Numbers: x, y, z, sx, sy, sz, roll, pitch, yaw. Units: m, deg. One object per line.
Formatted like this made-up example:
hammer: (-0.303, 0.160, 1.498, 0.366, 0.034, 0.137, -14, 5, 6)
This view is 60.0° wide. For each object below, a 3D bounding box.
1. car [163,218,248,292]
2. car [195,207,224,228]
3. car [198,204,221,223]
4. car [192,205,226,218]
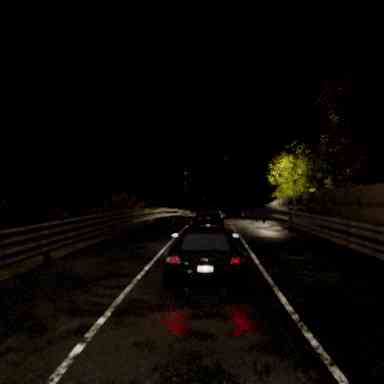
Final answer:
car: (0.371, 1.636, 9.159, 1.994, 1.385, 4.181, 0, 0, 2)
car: (1.400, 1.957, 26.809, 2.128, 1.511, 4.902, 0, -2, 4)
car: (1.778, 2.078, 32.729, 2.097, 1.767, 4.553, 0, -3, 4)
car: (1.047, 1.778, 21.035, 1.837, 1.490, 4.892, 0, -2, 4)
